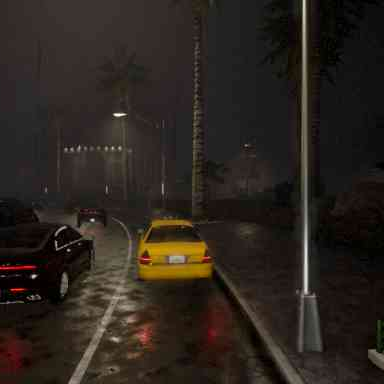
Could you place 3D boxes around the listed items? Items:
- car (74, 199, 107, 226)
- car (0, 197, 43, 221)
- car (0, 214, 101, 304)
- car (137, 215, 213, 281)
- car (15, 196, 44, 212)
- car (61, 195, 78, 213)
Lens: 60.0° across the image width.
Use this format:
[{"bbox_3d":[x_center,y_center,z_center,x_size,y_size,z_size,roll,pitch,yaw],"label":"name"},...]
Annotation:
[{"bbox_3d":[-6.982,1.499,23.121,1.837,1.490,4.892,0,0,-18],"label":"car"},{"bbox_3d":[-7.896,1.215,13.353,2.150,2.045,5.566,0,0,-11],"label":"car"},{"bbox_3d":[-3.643,1.501,8.060,1.837,1.490,4.892,0,0,-6],"label":"car"},{"bbox_3d":[-0.649,1.456,9.853,1.801,1.575,5.366,0,0,-7],"label":"car"},{"bbox_3d":[-19.029,1.336,38.792,2.097,1.767,4.553,0,0,-38],"label":"car"},{"bbox_3d":[-12.986,1.467,36.449,1.882,1.535,5.008,0,0,-31],"label":"car"}]
